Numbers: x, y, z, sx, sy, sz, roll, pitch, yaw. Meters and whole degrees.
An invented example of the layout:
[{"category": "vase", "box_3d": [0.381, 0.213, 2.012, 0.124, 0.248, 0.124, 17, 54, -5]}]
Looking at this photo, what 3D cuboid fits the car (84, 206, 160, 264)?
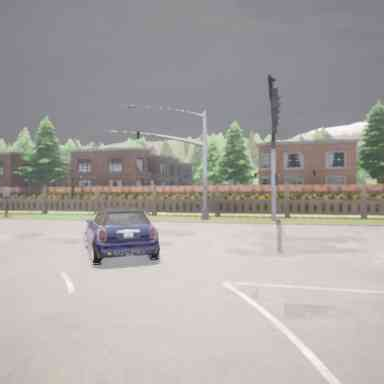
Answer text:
[{"category": "car", "box_3d": [-2.717, 1.350, 12.178, 2.097, 1.767, 4.553, 0, 0, -21]}]
